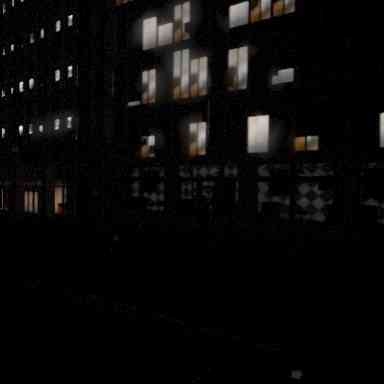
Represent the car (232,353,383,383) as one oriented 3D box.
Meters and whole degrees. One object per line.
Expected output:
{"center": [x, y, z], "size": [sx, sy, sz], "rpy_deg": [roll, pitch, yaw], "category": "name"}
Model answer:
{"center": [2.046, 1.554, 1.416], "size": [4.403, 1.369, 2.008], "rpy_deg": [0, 1, 35], "category": "car"}
